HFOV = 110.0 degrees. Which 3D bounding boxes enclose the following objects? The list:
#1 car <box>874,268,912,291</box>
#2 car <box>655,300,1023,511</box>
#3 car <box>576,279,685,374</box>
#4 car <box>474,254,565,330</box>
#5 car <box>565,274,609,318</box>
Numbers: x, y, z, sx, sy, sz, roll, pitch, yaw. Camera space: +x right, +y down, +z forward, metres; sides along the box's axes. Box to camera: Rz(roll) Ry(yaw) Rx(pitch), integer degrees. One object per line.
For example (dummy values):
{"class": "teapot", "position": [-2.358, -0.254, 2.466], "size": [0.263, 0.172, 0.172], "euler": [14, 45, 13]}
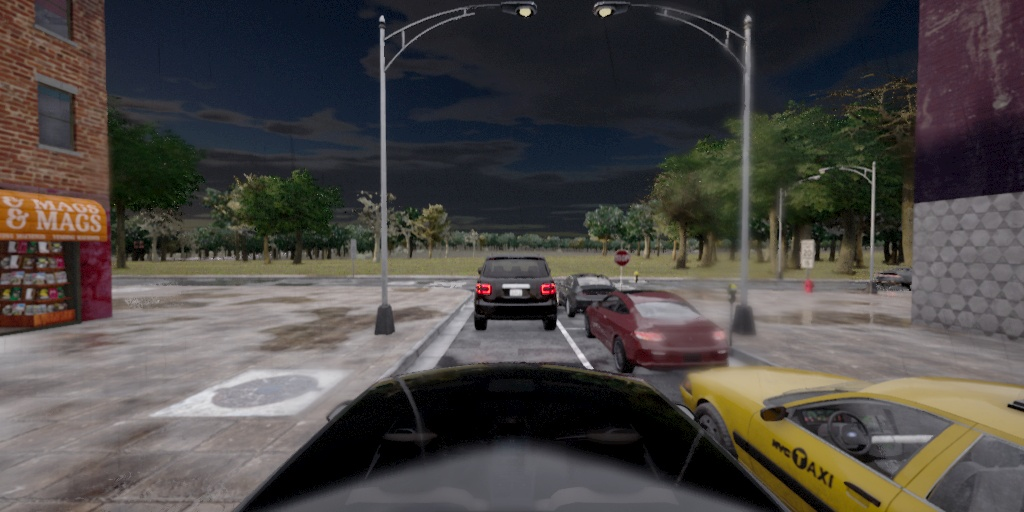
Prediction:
{"class": "car", "position": [26.498, 1.507, 23.186], "size": [4.902, 1.511, 2.128], "euler": [1, 1, 0]}
{"class": "car", "position": [2.637, 1.275, 1.916], "size": [1.751, 1.417, 4.829], "euler": [0, 0, 0]}
{"class": "car", "position": [2.631, 1.321, 7.279], "size": [1.802, 1.307, 4.207], "euler": [0, 0, 0]}
{"class": "car", "position": [0.080, 0.953, 11.137], "size": [2.150, 2.045, 5.566], "euler": [0, 0, 0]}
{"class": "car", "position": [2.625, 1.279, 12.811], "size": [2.007, 1.370, 4.403], "euler": [0, 0, 0]}
